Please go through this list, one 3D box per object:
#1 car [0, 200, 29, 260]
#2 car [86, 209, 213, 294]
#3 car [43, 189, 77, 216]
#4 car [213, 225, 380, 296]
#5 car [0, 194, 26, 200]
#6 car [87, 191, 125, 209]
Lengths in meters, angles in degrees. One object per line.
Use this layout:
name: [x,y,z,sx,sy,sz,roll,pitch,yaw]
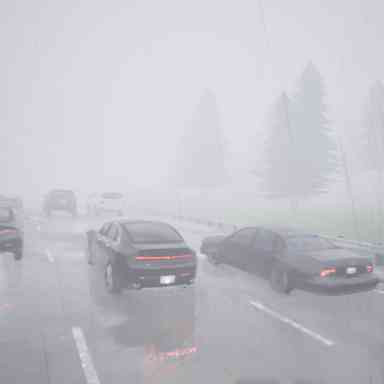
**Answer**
car: [-6.502,1.222,10.851,2.128,1.511,4.902,2,0,-27]
car: [-1.542,1.437,8.747,1.837,1.490,4.892,2,0,-26]
car: [-10.630,0.776,26.725,2.150,2.045,5.566,2,0,-27]
car: [2.189,1.630,9.151,2.033,1.411,5.357,2,0,-26]
car: [-14.358,0.896,26.313,2.128,1.511,4.902,2,0,-27]
car: [-7.273,0.911,27.843,2.150,2.045,5.566,2,0,-27]
